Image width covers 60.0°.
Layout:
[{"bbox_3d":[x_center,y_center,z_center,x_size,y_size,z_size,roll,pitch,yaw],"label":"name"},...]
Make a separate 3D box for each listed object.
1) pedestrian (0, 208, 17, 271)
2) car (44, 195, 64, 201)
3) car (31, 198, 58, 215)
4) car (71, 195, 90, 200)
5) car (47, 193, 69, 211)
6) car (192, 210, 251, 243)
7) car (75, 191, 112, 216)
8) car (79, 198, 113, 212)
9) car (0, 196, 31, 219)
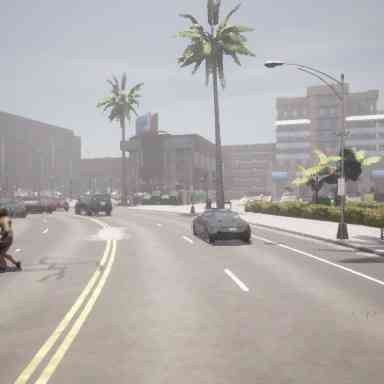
[{"bbox_3d":[-5.302,1.294,9.433,0.375,1.860,0.375,0,0,-9],"label":"pedestrian"},{"bbox_3d":[-33.346,1.405,80.228,4.193,1.474,1.816,0,0,18],"label":"car"},{"bbox_3d":[-16.104,1.601,34.573,1.895,1.301,4.718,0,0,-45],"label":"car"},{"bbox_3d":[-30.280,1.574,90.273,4.718,1.301,1.895,0,0,18],"label":"car"},{"bbox_3d":[-16.878,1.352,40.343,4.553,1.767,2.097,0,0,39],"label":"car"},{"bbox_3d":[1.304,1.564,16.227,1.994,1.385,4.181,0,0,-13],"label":"car"},{"bbox_3d":[-9.659,1.221,32.498,2.150,2.045,5.566,0,0,-36],"label":"car"},{"bbox_3d":[-11.619,1.478,40.012,1.882,1.535,5.008,0,0,-44],"label":"car"},{"bbox_3d":[-16.087,1.352,29.172,2.097,1.767,4.553,0,0,-39],"label":"car"}]
